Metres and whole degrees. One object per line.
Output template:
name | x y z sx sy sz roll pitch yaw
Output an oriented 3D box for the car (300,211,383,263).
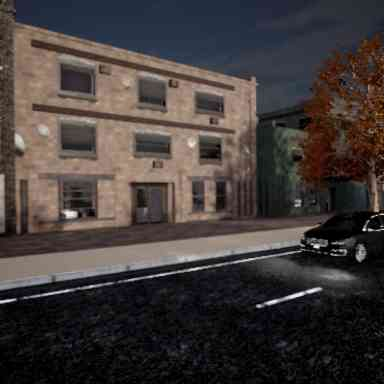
car | 5.892 1.467 11.882 4.892 1.490 1.837 0 0 -36
